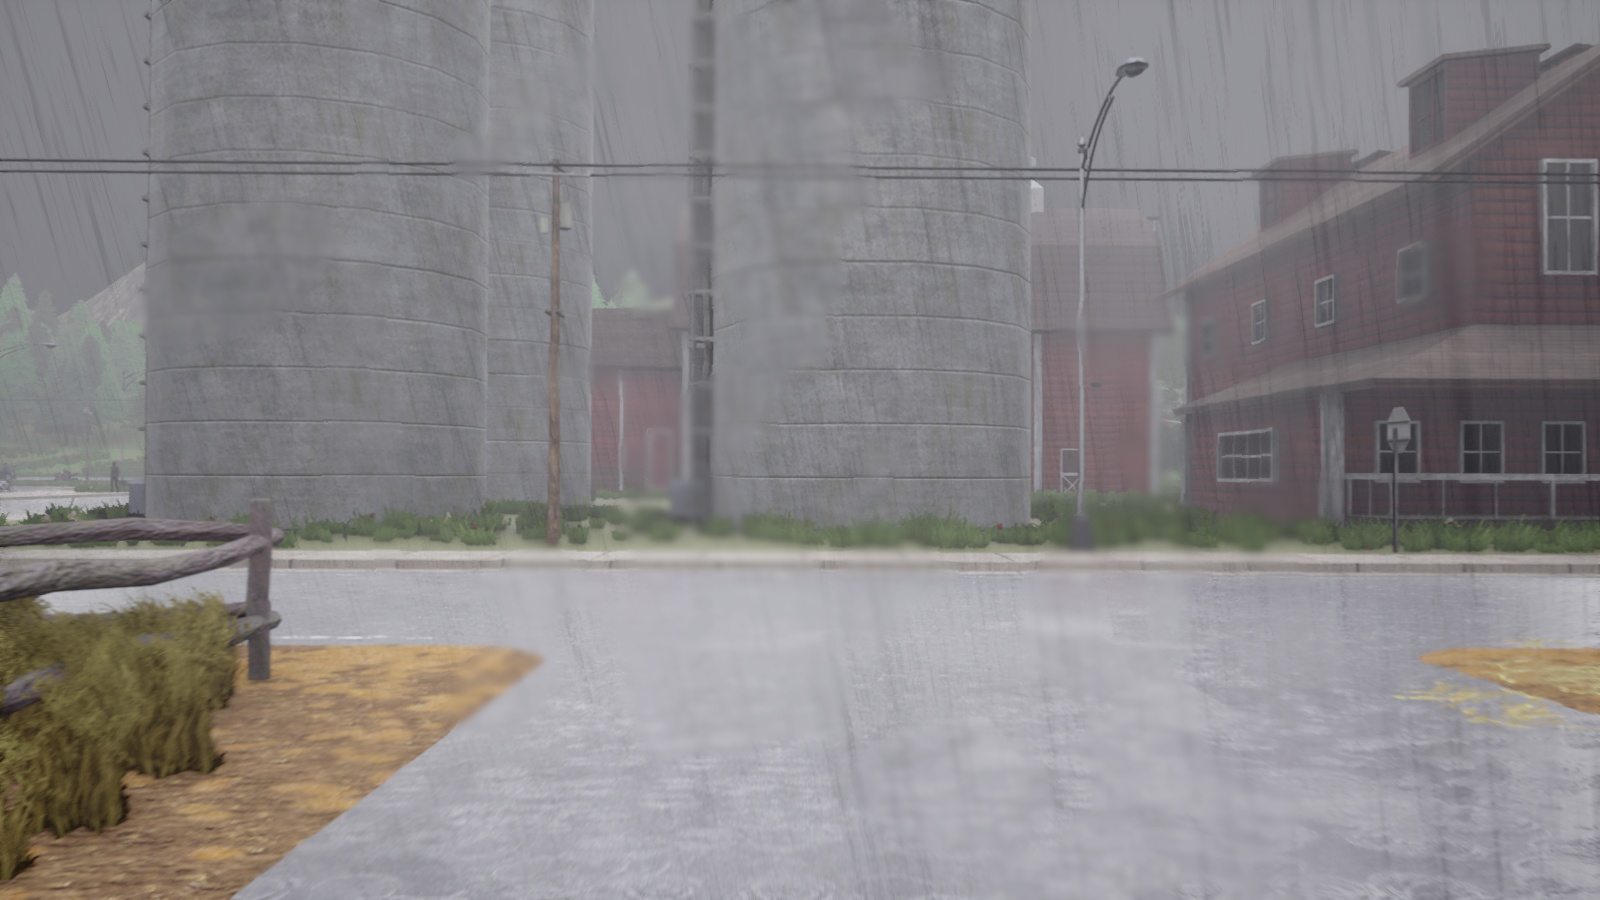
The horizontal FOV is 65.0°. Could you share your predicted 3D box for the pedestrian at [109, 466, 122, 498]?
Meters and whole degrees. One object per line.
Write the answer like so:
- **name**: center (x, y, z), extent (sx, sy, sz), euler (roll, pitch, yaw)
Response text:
- **pedestrian**: center (-38.761, 1.816, 71.106), extent (0.328, 1.805, 0.869), euler (0, -1, -3)
